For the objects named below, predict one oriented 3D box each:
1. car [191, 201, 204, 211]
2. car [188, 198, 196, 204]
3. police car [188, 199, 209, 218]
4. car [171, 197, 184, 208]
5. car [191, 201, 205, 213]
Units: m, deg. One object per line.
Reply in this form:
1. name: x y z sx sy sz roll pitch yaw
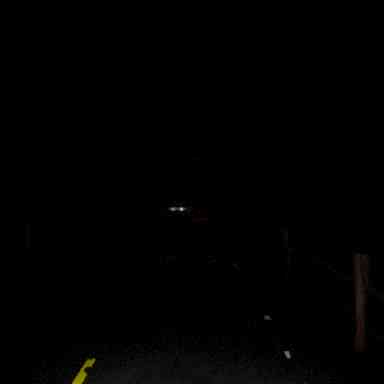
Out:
1. car: 0.823 2.138 52.044 1.837 1.490 4.892 0 -1 0
2. car: -0.003 2.431 87.076 2.033 1.411 5.357 0 0 0
3. police car: 0.824 1.857 36.151 1.930 1.638 5.238 0 -1 0
4. car: -2.773 2.011 64.519 2.150 2.045 5.566 0 -1 1
5. car: 0.824 2.034 46.043 1.882 1.535 5.008 0 -1 0
